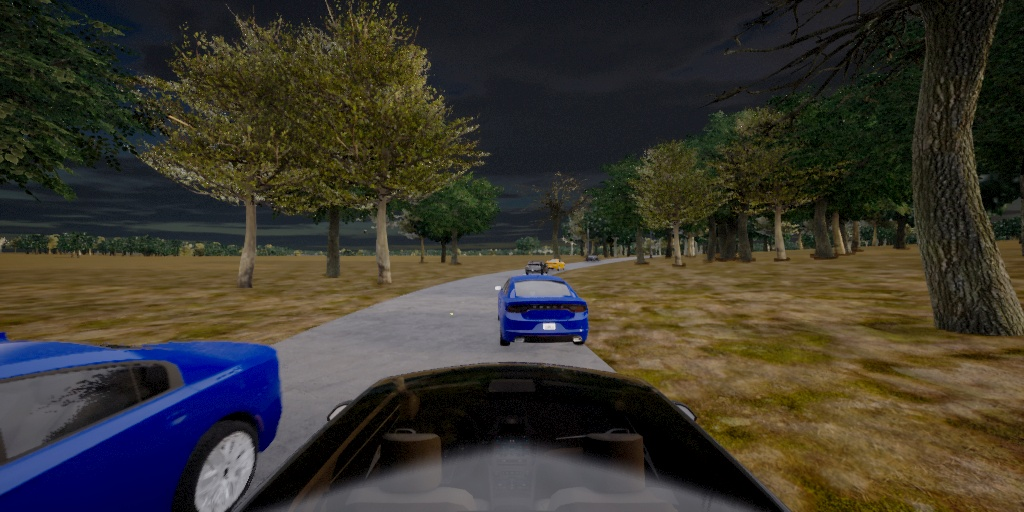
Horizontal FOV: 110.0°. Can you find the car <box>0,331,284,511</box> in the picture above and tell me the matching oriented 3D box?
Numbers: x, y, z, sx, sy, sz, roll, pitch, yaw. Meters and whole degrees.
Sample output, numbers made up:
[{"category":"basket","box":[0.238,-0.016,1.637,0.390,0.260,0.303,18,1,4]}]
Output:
[{"category":"car","box":[-3.123,1.228,1.317,1.882,1.535,5.008,0,0,1]}]

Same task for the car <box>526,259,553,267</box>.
[{"category":"car","box":[2.714,1.233,38.458,2.128,1.511,4.902,0,0,15]}]

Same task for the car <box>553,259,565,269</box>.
[{"category":"car","box":[5.817,1.148,48.347,1.882,1.535,5.008,0,1,21]}]

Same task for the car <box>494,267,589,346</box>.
[{"category":"car","box":[0.585,1.228,9.491,1.882,1.535,5.008,0,0,-3]}]
